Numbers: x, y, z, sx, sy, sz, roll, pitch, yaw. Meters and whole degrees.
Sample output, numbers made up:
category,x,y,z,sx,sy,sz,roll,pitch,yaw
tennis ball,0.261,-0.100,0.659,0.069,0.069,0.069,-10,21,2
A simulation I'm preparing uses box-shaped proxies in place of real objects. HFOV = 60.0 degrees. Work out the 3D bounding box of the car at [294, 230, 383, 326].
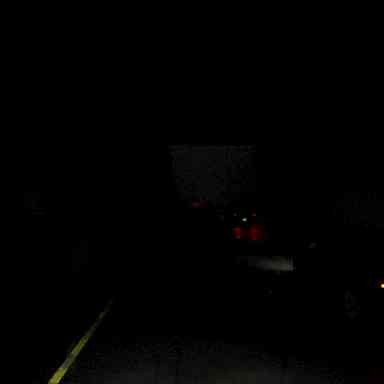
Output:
category,x,y,z,sx,sy,sz,roll,pitch,yaw
car,3.599,1.521,6.906,1.812,1.442,4.674,0,0,0

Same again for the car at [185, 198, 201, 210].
category,x,y,z,sx,sy,sz,roll,pitch,yaw
car,0.095,1.450,42.461,1.882,1.535,5.008,0,0,0

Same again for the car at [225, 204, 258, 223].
category,x,y,z,sx,sy,sz,roll,pitch,yaw
car,3.598,1.585,24.986,1.895,1.301,4.718,0,0,0
